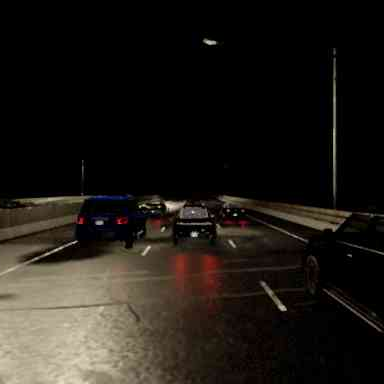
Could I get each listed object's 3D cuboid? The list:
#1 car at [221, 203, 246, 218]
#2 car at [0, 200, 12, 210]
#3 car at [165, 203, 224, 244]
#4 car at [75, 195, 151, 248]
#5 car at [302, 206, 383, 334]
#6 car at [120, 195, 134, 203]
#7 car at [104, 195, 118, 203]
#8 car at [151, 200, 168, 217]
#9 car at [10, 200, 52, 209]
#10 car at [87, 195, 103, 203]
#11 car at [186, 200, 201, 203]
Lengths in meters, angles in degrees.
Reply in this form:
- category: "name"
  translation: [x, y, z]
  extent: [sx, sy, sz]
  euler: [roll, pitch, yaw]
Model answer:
- category: "car"
  translation: [3.602, 1.608, 29.910]
  extent: [1.895, 1.301, 4.718]
  euler: [0, 0, 0]
- category: "car"
  translation: [-17.590, 1.512, 31.426]
  extent: [1.837, 1.490, 4.892]
  euler: [0, 0, 0]
- category: "car"
  translation: [0.100, 1.496, 15.747]
  extent: [2.128, 1.511, 4.902]
  euler: [0, 0, 0]
- category: "car"
  translation: [-3.399, 1.226, 14.891]
  extent: [2.150, 2.045, 5.566]
  euler: [0, 0, 0]
- category: "car"
  translation: [3.579, 1.227, 5.278]
  extent: [2.150, 2.045, 5.566]
  euler: [0, 0, 0]
- category: "car"
  translation: [-13.988, 1.496, 71.934]
  extent: [2.128, 1.511, 4.902]
  euler: [0, 0, 0]
- category: "car"
  translation: [-17.488, 1.449, 71.935]
  extent: [1.882, 1.535, 5.008]
  euler: [0, 0, 0]
- category: "car"
  translation: [-3.398, 1.498, 31.333]
  extent: [2.128, 1.511, 4.902]
  euler: [0, 0, 0]
- category: "car"
  translation: [-14.093, 1.608, 30.213]
  extent: [1.895, 1.301, 4.718]
  euler: [0, 0, 0]
- category: "car"
  translation: [-20.988, 1.489, 72.351]
  extent: [2.128, 1.511, 4.902]
  euler: [0, 0, 0]
- category: "car"
  translation: [0.103, 1.512, 31.425]
  extent: [1.837, 1.490, 4.892]
  euler: [0, 0, 0]
